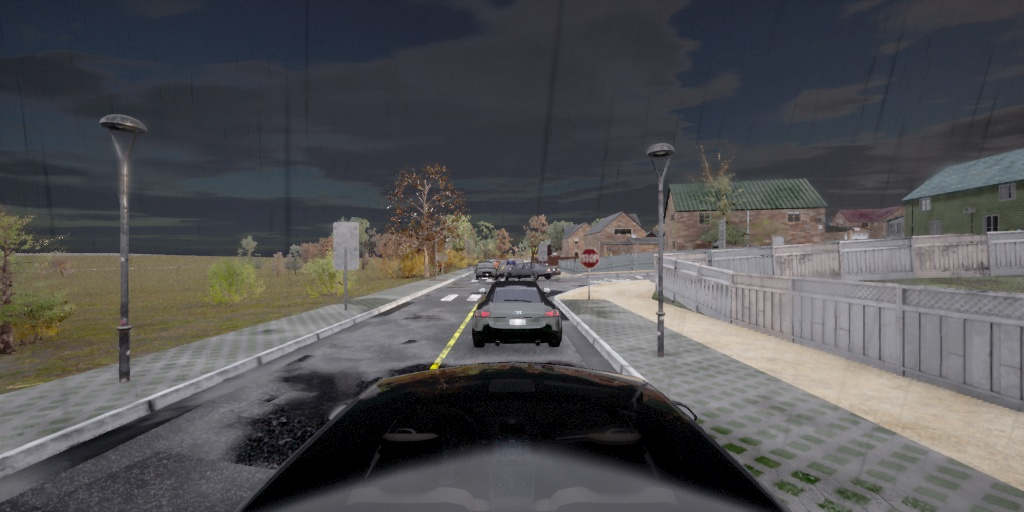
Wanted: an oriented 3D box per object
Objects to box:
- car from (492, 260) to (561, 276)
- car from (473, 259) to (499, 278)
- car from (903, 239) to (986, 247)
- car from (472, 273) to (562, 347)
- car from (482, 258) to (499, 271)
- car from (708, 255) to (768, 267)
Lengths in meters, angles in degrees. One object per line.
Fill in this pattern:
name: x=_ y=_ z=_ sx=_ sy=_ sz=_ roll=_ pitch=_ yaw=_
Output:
car: x=1.264 y=1.198 z=28.310 sx=5.357 sy=1.411 sz=2.033 roll=-4 pitch=-3 yaw=43
car: x=-2.331 y=1.258 z=31.212 sx=1.837 sy=1.490 sz=4.892 roll=0 pitch=0 yaw=-8
car: x=23.838 y=-0.208 z=20.327 sx=4.902 sy=1.511 sz=2.128 roll=-3 pitch=0 yaw=14
car: x=0.082 y=1.313 z=9.292 sx=1.994 sy=1.385 sz=4.181 roll=0 pitch=0 yaw=-1
car: x=-2.982 y=1.121 z=51.028 sx=2.097 sy=1.767 sz=4.553 roll=0 pitch=0 yaw=0
car: x=14.330 y=0.413 z=22.723 sx=4.181 sy=1.385 sz=1.994 roll=-3 pitch=0 yaw=16
